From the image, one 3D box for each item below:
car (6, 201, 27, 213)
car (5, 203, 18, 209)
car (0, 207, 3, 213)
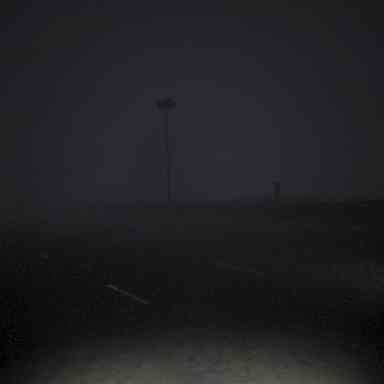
[{"bbox_3d":[-31.624,2.607,60.375,2.150,2.045,5.566,-2,0,-38],"label":"car"},{"bbox_3d":[-45.159,3.524,83.180,1.994,1.385,4.181,-2,0,-38],"label":"car"},{"bbox_3d":[-34.820,3.039,58.795,1.812,1.442,4.674,-2,0,-38],"label":"car"}]
